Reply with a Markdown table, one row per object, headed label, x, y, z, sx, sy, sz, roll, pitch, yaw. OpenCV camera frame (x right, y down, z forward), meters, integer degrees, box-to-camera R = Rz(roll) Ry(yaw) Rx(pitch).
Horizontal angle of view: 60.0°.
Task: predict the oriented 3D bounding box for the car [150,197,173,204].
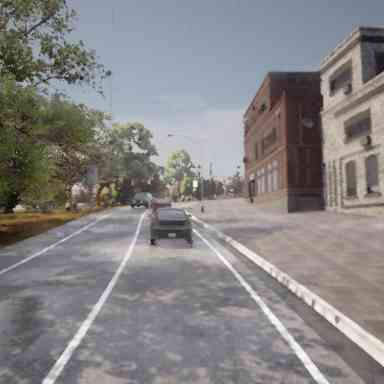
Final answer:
| label | x | y | z | sx | sy | sz | roll | pitch | yaw |
| --- | --- | --- | --- | --- | --- | --- | --- | --- | --- |
| car | -2.975 | 1.400 | 34.178 | 1.882 | 1.535 | 5.008 | 0 | 0 | -4 |

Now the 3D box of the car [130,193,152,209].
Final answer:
| label | x | y | z | sx | sy | sz | roll | pitch | yaw |
| --- | --- | --- | --- | --- | --- | --- | --- | --- | --- |
| car | -6.527 | 1.102 | 43.677 | 2.150 | 2.045 | 5.566 | -1 | 0 | 3 |

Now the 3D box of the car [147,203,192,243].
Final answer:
| label | x | y | z | sx | sy | sz | roll | pitch | yaw |
| --- | --- | --- | --- | --- | --- | --- | --- | --- | --- |
| car | -1.061 | 1.510 | 16.072 | 1.837 | 1.490 | 4.892 | 0 | 0 | -6 |
